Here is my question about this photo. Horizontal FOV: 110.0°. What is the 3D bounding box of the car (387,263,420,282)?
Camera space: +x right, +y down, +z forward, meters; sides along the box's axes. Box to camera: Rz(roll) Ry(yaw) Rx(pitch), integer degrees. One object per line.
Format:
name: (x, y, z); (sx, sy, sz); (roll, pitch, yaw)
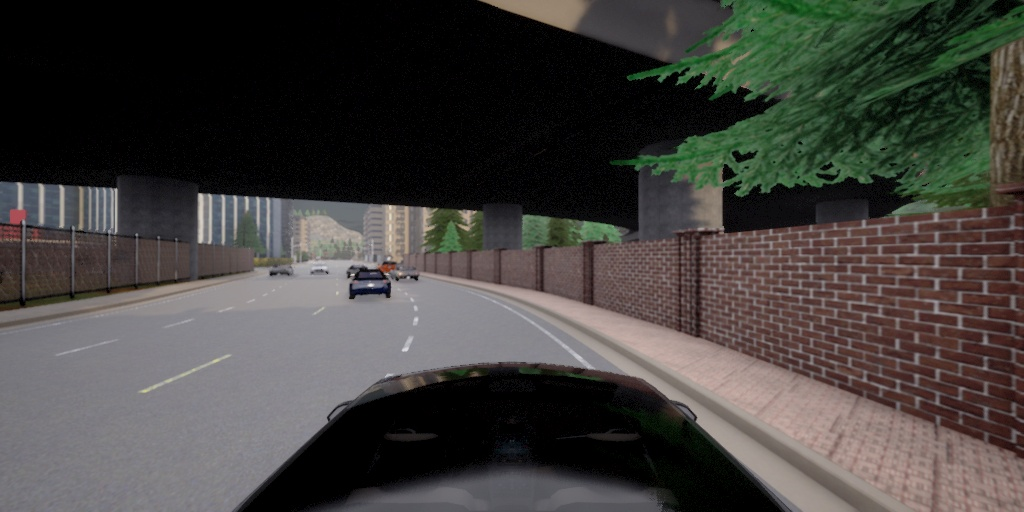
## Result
car: (-9.612, 1.519, 31.881); (1.895, 1.301, 4.718); (0, 0, -26)

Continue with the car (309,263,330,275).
car: (-22.967, 1.512, 42.896); (1.812, 1.442, 4.674); (0, 0, -26)

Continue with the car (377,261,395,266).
car: (-14.598, 1.327, 42.065); (2.097, 1.767, 4.553); (0, 0, -26)

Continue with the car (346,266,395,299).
car: (-7.676, 1.413, 19.322); (1.994, 1.385, 4.181); (0, 0, -23)

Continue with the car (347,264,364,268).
car: (-15.101, 1.503, 35.143); (1.994, 1.385, 4.181); (0, 0, -26)

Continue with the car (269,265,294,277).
car: (-24.793, 1.566, 38.632); (1.895, 1.301, 4.718); (0, 0, -26)
